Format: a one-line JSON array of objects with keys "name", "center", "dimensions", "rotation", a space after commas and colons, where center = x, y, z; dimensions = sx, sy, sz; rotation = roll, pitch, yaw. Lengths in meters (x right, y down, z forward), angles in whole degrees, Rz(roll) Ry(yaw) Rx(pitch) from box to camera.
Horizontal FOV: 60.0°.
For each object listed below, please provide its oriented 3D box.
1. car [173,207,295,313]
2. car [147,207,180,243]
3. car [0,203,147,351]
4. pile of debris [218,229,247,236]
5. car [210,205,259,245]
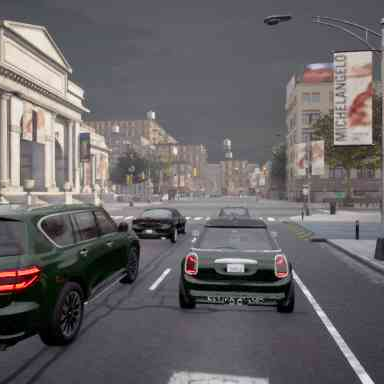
[{"name": "car", "center": [1.013, 1.353, 7.929], "dimensions": [2.097, 1.767, 4.553], "rotation": [0, 0, 7]}, {"name": "car", "center": [-1.451, 1.480, 16.234], "dimensions": [1.882, 1.535, 5.008], "rotation": [0, 0, 7]}, {"name": "car", "center": [-2.667, 1.223, 6.560], "dimensions": [2.150, 2.045, 5.566], "rotation": [0, 0, 6]}, {"name": "pile of debris", "center": [2.201, 2.178, 18.014], "dimensions": [1.500, 0.140, 1.860], "rotation": [0, 0, 8]}, {"name": "car", "center": [2.144, 1.492, 16.777], "dimensions": [2.128, 1.511, 4.902], "rotation": [0, 0, 7]}]
